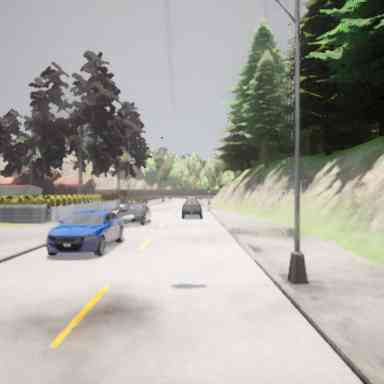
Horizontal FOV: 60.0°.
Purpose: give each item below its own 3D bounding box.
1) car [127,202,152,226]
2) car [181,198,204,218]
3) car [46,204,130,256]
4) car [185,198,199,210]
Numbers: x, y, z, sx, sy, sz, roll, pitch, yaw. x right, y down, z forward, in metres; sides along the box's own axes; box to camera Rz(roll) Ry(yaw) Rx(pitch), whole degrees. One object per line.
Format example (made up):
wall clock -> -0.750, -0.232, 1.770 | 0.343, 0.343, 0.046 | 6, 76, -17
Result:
car -> -3.998, 1.485, 23.534 | 2.128, 1.511, 4.902 | 0, 0, 0
car -> 0.026, 1.485, 30.325 | 2.128, 1.511, 4.902 | 0, 0, 0
car -> -4.065, 1.474, 13.384 | 1.882, 1.535, 5.008 | 0, 0, 1
car -> -0.012, 1.514, 44.067 | 1.812, 1.442, 4.674 | 0, 0, 0
